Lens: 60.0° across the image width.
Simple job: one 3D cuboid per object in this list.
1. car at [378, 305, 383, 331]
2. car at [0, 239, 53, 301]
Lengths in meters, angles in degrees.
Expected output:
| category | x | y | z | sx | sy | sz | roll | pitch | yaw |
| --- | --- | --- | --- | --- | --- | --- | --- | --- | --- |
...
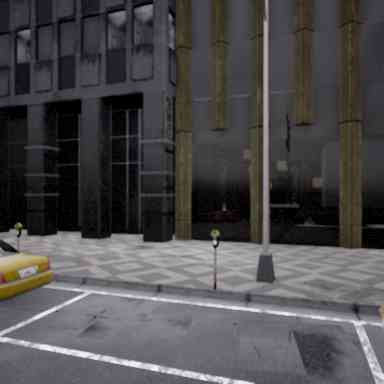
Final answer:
| category | x | y | z | sx | sy | sz | roll | pitch | yaw |
| --- | --- | --- | --- | --- | --- | --- | --- | --- | --- |
| car | 4.903 | 1.525 | 3.754 | 4.829 | 1.417 | 1.752 | 0 | 0 | 19 |
| car | -5.393 | 1.524 | 7.254 | 4.829 | 1.417 | 1.752 | 0 | 0 | 19 |
